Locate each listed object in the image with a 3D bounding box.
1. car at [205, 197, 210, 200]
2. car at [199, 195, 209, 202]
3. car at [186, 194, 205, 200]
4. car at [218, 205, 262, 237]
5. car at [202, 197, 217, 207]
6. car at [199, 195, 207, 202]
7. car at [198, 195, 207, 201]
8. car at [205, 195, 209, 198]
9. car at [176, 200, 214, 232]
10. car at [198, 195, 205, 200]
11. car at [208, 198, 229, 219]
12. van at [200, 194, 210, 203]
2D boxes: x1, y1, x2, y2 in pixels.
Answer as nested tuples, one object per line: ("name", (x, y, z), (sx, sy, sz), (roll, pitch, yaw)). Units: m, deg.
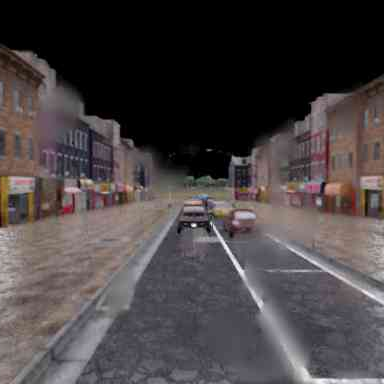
("car", (2.628, 1.528, 34.286), (2.008, 1.369, 4.403), (-1, 0, 0))
("car", (2.632, 1.400, 73.013), (1.967, 1.590, 4.097), (-1, 0, 0))
("car", (0.107, 1.327, 37.719), (2.097, 1.767, 4.553), (0, 0, 0))
("car", (2.626, 1.569, 17.689), (1.802, 1.307, 4.206), (-1, 0, 0))
("car", (2.631, 1.535, 50.883), (1.947, 1.339, 4.313), (-1, 0, 0))
("car", (2.635, 1.483, 78.716), (1.752, 1.417, 4.829), (-1, 0, 0))
("car", (2.637, 1.522, 84.078), (1.947, 1.339, 4.313), (-1, 0, 0))
("car", (2.630, 1.538, 45.351), (1.947, 1.339, 4.313), (-1, 0, 0))
("car", (0.104, 1.491, 19.961), (1.837, 1.490, 4.892), (0, 0, 0))
("car", (2.639, 1.478, 95.313), (1.752, 1.417, 4.829), (-1, 0, 0))
("car", (2.626, 1.505, 28.924), (1.752, 1.417, 4.829), (-1, 0, 0))
("van", (2.629, 1.303, 67.481), (1.690, 1.788, 3.998), (-1, 0, 0))
